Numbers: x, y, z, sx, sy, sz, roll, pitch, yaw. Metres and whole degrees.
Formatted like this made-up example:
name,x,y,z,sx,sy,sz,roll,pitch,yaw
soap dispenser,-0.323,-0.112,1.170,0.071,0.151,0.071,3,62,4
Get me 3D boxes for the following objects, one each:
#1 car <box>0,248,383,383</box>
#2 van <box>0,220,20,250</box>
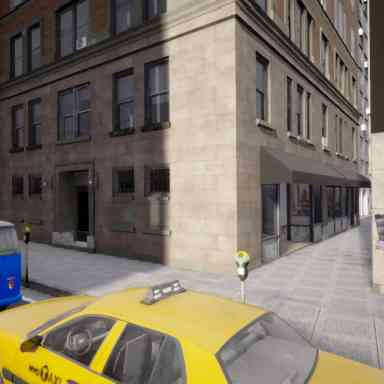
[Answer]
name,x,y,z,sx,sy,sz,roll,pitch,yaw
car,-0.473,1.526,3.198,4.829,1.417,1.752,0,-1,36
van,-4.946,1.342,6.404,3.998,1.788,1.690,0,-1,36
